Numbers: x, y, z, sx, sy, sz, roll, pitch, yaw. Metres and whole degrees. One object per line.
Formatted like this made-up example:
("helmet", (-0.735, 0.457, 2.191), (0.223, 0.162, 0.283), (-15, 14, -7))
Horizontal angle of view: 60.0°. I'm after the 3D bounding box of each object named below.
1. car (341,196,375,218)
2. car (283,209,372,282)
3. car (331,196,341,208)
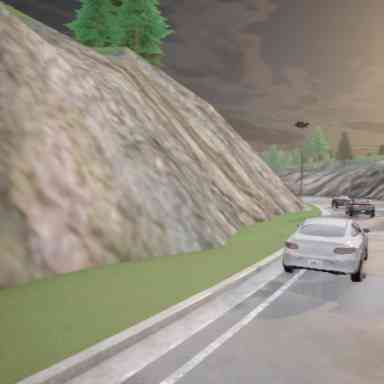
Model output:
("car", (14.073, 1.259, 27.959), (2.128, 1.511, 4.902), (1, 1, 20))
("car", (3.965, 1.430, 9.574), (1.812, 1.442, 4.674), (1, 1, 30))
("car", (17.921, 1.170, 39.744), (1.812, 1.442, 4.674), (1, 1, 15))
